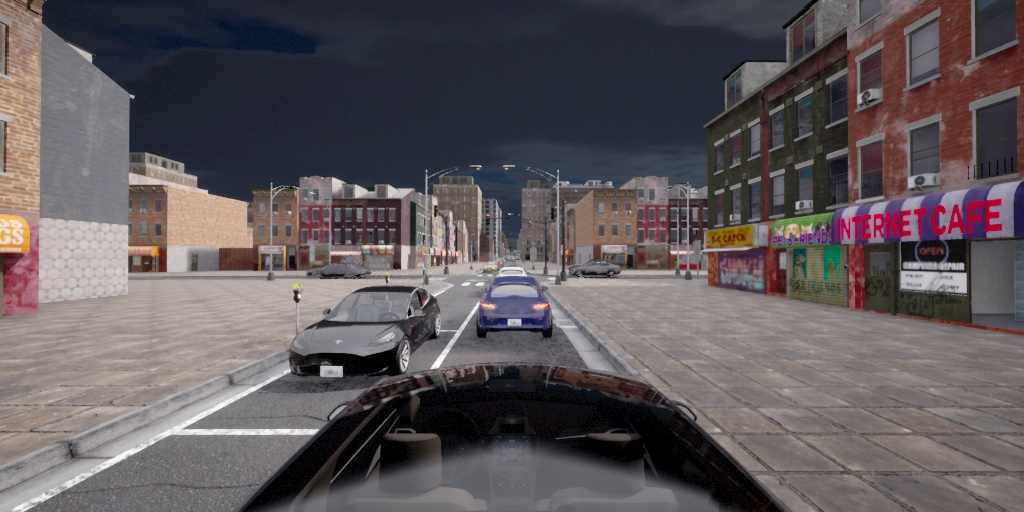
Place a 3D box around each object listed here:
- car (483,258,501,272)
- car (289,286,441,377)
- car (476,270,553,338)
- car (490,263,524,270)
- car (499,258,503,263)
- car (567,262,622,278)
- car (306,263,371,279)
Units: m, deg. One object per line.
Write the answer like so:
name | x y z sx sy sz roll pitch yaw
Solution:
car | -2.688 1.323 45.018 1.751 1.417 4.829 0 0 0
car | -2.644 1.317 7.420 1.948 1.339 4.313 0 0 0
car | 0.069 1.278 10.100 1.812 1.442 4.674 0 0 0
car | -0.003 1.285 19.234 1.812 1.442 4.674 0 0 0
car | -2.694 1.356 50.793 1.888 1.381 4.507 0 0 0
car | 7.622 1.259 33.261 4.902 1.511 2.128 0 0 5
car | -15.871 1.361 33.029 5.357 1.411 2.033 0 0 0
